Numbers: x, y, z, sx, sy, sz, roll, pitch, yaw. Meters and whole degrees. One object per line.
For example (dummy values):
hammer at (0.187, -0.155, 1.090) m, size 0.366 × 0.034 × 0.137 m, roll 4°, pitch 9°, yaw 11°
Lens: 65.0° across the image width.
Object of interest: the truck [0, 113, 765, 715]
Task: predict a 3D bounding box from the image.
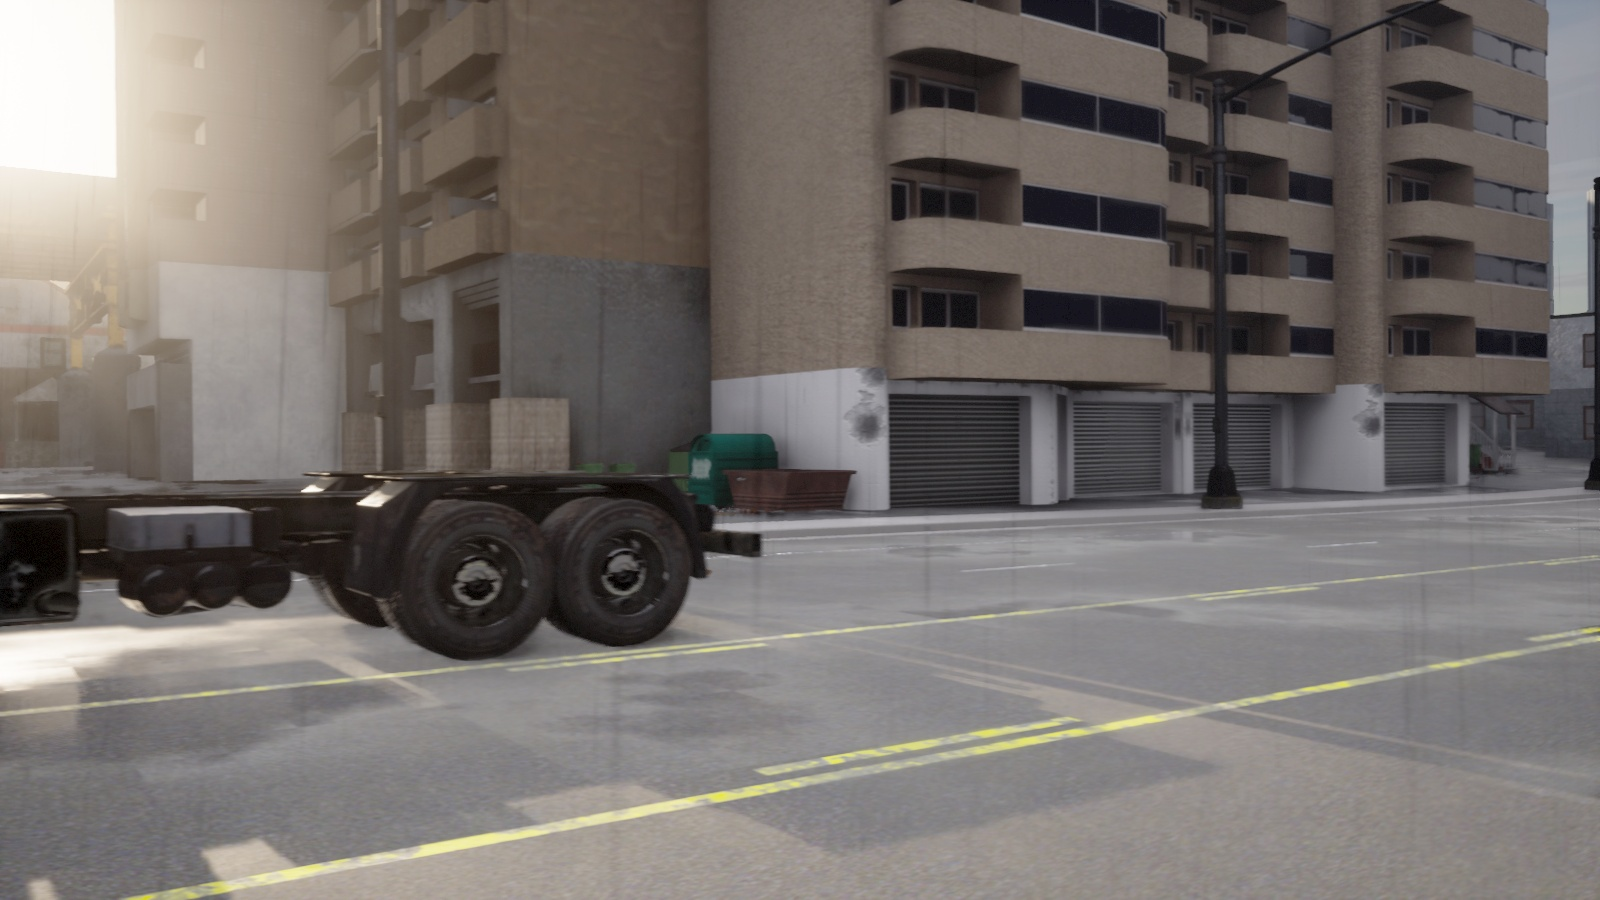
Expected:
truck at (-4.368, -0.205, 9.151) m, size 7.936 × 3.462 × 2.891 m, roll 0°, pitch 0°, yaw -35°
